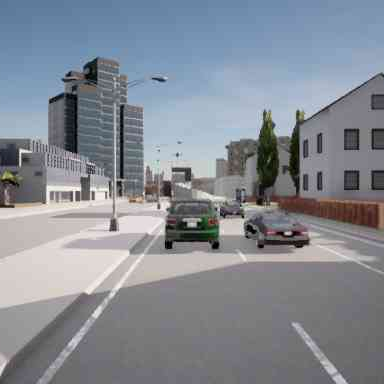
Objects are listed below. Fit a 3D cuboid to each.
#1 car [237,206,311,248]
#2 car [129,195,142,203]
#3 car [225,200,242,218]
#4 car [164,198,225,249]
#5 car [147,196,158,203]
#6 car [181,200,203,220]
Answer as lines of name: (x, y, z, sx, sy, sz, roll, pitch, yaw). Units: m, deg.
car: (3.500, 1.562, 14.650, 2.033, 1.411, 5.357, 0, 0, 0)
car: (-11.500, 1.403, 67.680, 2.097, 1.767, 4.553, 0, 0, 0)
car: (3.500, 1.494, 29.650, 2.128, 1.511, 4.902, 0, 0, 0)
car: (0.000, 1.257, 14.680, 2.150, 2.045, 5.566, 0, 0, 0)
car: (-8.000, 1.559, 67.650, 1.812, 1.442, 4.674, 0, 0, 0)
car: (0.000, 1.515, 29.650, 1.837, 1.490, 4.892, 0, 0, 0)
